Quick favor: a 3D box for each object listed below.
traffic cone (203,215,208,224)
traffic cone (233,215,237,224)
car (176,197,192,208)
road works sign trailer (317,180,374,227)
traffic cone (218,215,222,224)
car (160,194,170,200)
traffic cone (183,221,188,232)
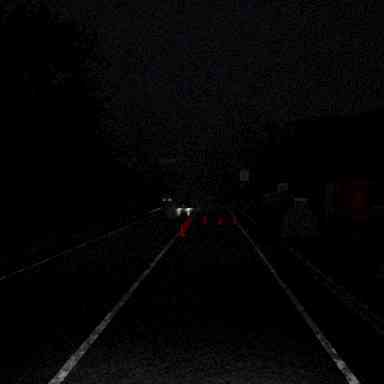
[{"bbox_3d":[0.901,1.854,22.272,0.340,0.580,0.340,0,0,4],"label":"traffic cone"},{"bbox_3d":[2.864,1.863,22.272,0.340,0.580,0.340,0,0,10],"label":"traffic cone"},{"bbox_3d":[-1.007,1.335,44.144,2.033,1.411,5.357,0,0,1],"label":"car"},{"bbox_3d":[7.919,0.515,18.580,3.560,2.380,2.880,-5,7,-42],"label":"road works sign trailer"},{"bbox_3d":[1.891,1.859,22.205,0.340,0.580,0.340,0,0,4],"label":"traffic cone"},{"bbox_3d":[-7.195,1.181,88.509,1.882,1.535,5.008,-2,0,-17],"label":"car"},{"bbox_3d":[-0.495,1.878,16.359,0.340,0.580,0.340,0,0,4],"label":"traffic cone"}]
